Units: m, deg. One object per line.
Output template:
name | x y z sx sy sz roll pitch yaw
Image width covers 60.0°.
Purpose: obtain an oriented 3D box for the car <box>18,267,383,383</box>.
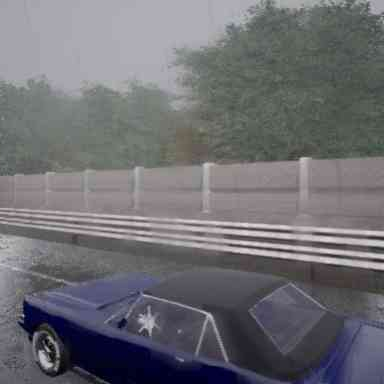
car | -0.007 1.604 3.872 4.718 1.301 1.895 0 0 36
